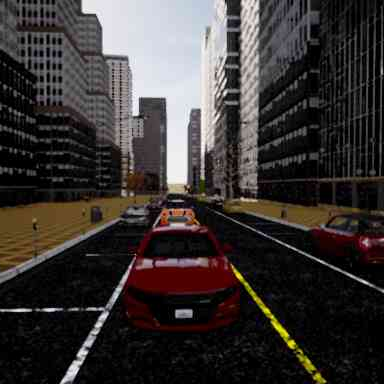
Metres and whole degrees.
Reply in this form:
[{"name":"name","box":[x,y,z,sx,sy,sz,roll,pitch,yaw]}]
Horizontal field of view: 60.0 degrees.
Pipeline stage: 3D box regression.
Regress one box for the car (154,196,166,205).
[{"name":"car","box":[-5.850,1.525,61.070,1.887,1.381,4.507,-1,0,-3]}]

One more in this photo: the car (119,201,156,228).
[{"name":"car","box":[-3.671,1.537,21.755,2.008,1.369,4.403,-1,0,-3]}]

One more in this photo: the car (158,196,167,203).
[{"name":"car","box":[-6.472,1.565,72.302,1.802,1.307,4.206,-1,0,-3]}]

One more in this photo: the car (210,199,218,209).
[{"name":"car","box":[3.452,1.544,44.684,1.947,1.339,4.313,-1,0,-3]}]

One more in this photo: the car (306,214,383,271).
[{"name":"car","box":[5.316,1.431,10.986,1.967,1.590,4.097,-1,0,-3]}]

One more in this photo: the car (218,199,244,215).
[{"name":"car","box":[4.064,1.506,33.623,1.752,1.417,4.829,-1,0,-3]}]

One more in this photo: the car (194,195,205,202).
[{"name":"car","box":[1.885,1.506,72.935,1.752,1.417,4.829,-1,0,-3]}]

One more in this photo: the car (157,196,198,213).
[{"name":"car","box":[-0.973,1.338,21.890,2.097,1.767,4.553,0,0,-3]}]

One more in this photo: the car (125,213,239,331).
[{"name":"car","box":[-0.261,1.472,7.267,1.882,1.535,5.008,0,0,-3]}]

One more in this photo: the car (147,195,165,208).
[{"name":"car","box":[-4.919,1.420,44.220,1.967,1.590,4.097,-1,0,-3]}]

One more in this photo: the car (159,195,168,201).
[{"name":"car","box":[-7.095,1.538,83.535,2.008,1.369,4.403,-1,0,-3]}]
